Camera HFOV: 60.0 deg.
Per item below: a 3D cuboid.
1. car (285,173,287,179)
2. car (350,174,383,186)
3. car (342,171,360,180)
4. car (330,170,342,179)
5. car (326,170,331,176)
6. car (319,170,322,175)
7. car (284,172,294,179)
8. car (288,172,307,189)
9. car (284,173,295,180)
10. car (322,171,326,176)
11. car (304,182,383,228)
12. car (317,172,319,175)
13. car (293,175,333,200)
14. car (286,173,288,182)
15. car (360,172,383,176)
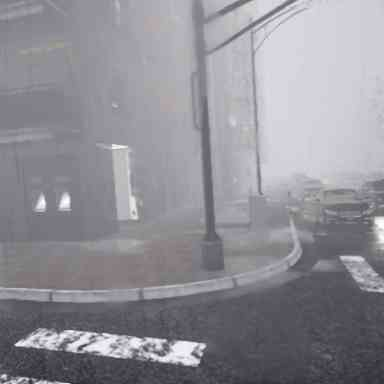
[{"bbox_3d":[16.947,-2.483,55.960,1.967,1.590,4.097,-3,3,15],"label":"car"},{"bbox_3d":[9.398,0.118,16.230,1.837,1.490,4.892,-3,3,15],"label":"car"},{"bbox_3d":[23.701,-2.448,48.653,1.752,1.417,4.829,-3,3,15],"label":"car"},{"bbox_3d":[26.439,-3.132,59.177,1.887,1.381,4.507,-3,3,15],"label":"car"},{"bbox_3d":[27.828,-3.482,64.521,2.008,1.369,4.403,-3,3,15],"label":"car"},{"bbox_3d":[30.607,-4.192,75.207,2.008,1.369,4.403,-3,3,15],"label":"car"},{"bbox_3d":[22.512,-3.795,77.339,2.008,1.369,4.403,-3,3,15],"label":"car"},{"bbox_3d":[11.390,-1.049,34.586,1.967,1.590,4.097,-3,3,15],"label":"car"},{"bbox_3d":[21.122,-3.441,71.995,2.008,1.369,4.403,-3,3,15],"label":"car"},{"bbox_3d":[29.211,-3.947,69.858,1.967,1.590,4.097,-3,3,15],"label":"car"},{"bbox_3d":[5.840,0.503,13.218,2.008,1.369,4.403,-3,3,15],"label":"car"},{"bbox_3d":[33.427,-4.937,86.057,1.752,1.417,4.829,-3,3,15],"label":"car"},{"bbox_3d":[8.619,-0.219,23.906,2.008,1.369,4.403,-3,3,15],"label":"car"},{"bbox_3d":[14.178,-1.625,45.280,1.802,1.307,4.206,-3,3,15],"label":"car"},{"bbox_3d":[20.883,-1.663,37.805,1.802,1.307,4.206,-3,3,15],"label":"car"}]
